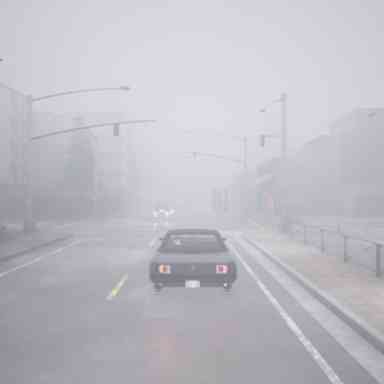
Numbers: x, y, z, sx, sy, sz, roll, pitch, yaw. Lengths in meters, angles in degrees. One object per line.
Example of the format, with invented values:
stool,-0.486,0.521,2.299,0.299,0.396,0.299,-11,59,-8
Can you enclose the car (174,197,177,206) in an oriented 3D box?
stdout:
car,-3.876,1.930,53.215,1.895,1.301,4.718,0,0,0

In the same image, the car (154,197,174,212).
car,-3.833,1.776,43.950,1.837,1.490,4.892,0,0,0

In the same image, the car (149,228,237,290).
car,0.023,1.659,9.215,1.895,1.301,4.718,0,0,0

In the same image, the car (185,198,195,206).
car,-0.355,1.900,66.218,2.128,1.511,4.902,0,0,0

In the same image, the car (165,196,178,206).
car,-3.891,1.743,63.385,2.097,1.767,4.553,0,0,0
